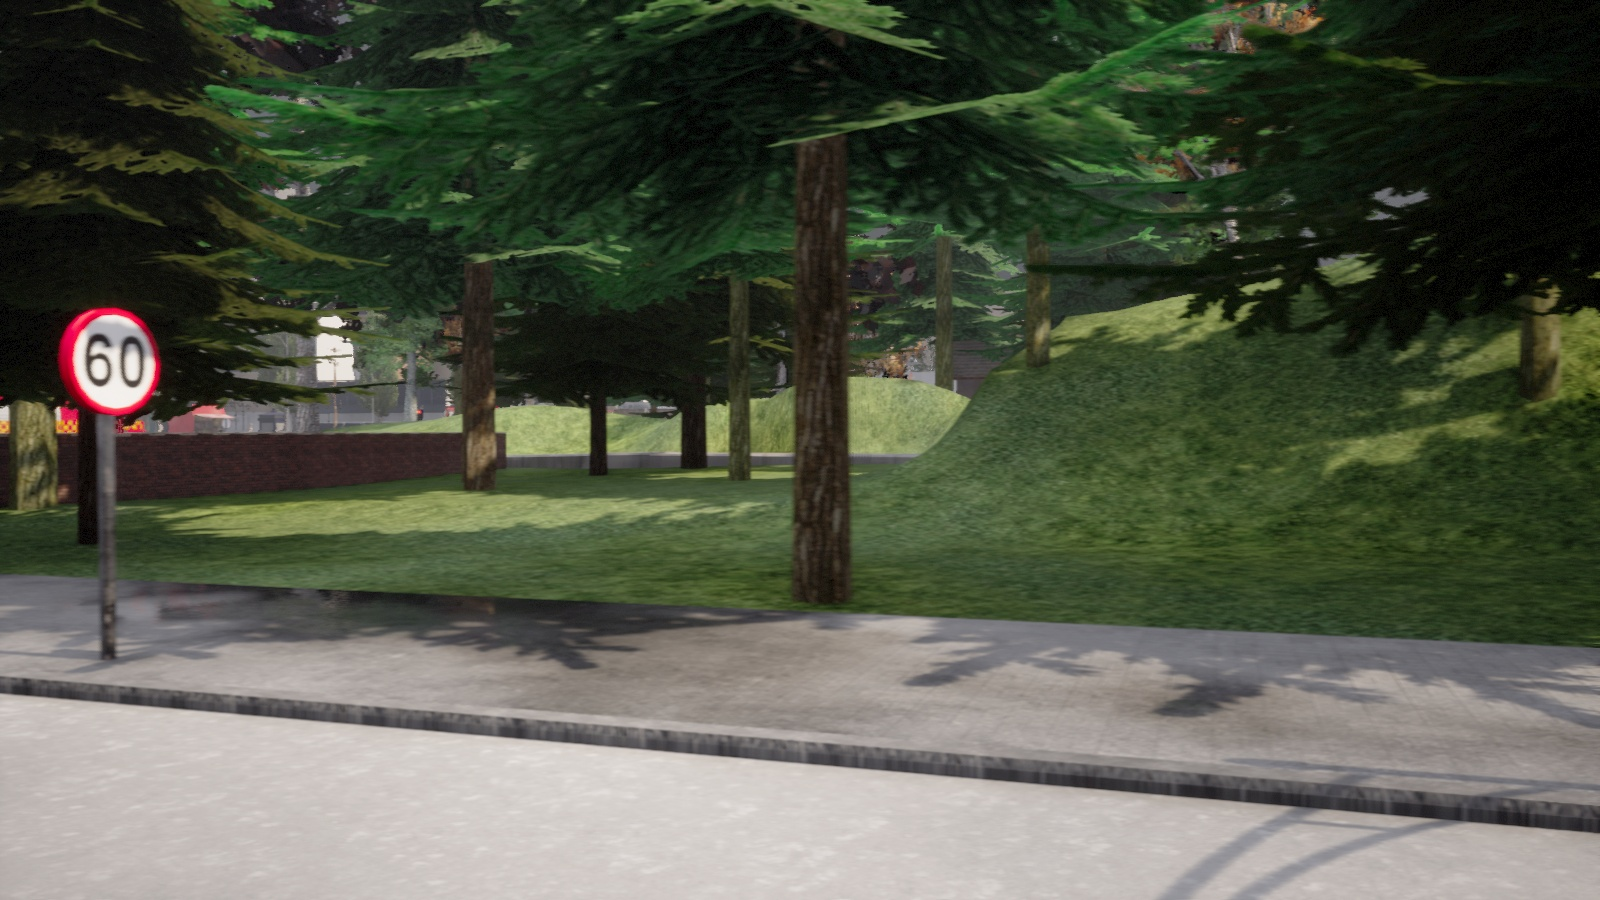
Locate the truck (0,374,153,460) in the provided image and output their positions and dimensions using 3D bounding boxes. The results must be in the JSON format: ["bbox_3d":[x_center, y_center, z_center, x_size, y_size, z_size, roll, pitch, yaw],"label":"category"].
[{"bbox_3d":[-35.468,-1.521,59.996,2.891,3.827,8.468,1,1,19],"label":"truck"}]
